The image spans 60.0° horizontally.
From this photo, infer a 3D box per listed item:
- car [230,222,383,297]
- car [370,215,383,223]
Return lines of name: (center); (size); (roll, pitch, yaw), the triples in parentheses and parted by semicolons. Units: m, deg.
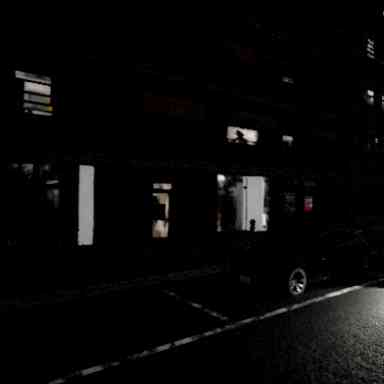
car: (2.952, 1.574, 8.650); (4.313, 1.339, 1.947); (0, 1, -35)
car: (7.563, 1.454, 11.935); (4.097, 1.590, 1.967); (0, 1, -35)
